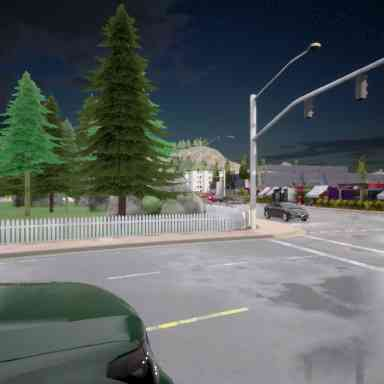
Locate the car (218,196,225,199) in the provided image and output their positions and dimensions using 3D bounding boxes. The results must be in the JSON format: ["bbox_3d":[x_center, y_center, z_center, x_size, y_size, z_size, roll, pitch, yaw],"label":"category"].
[{"bbox_3d":[5.989,1.559,71.147,1.837,1.490,4.892,0,0,-16],"label":"car"}]

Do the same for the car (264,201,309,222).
[{"bbox_3d":[7.671,1.560,27.462,1.837,1.490,4.892,0,0,-16],"label":"car"}]

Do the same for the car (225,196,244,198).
[{"bbox_3d":[8.616,1.547,62.284,2.128,1.511,4.902,0,0,-16],"label":"car"}]

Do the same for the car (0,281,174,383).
[{"bbox_3d":[-2.779,1.221,1.653,5.566,2.045,2.150,0,0,-36],"label":"car"}]

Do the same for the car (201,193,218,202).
[{"bbox_3d":[2.844,1.277,69.594,2.150,2.045,5.566,0,0,-17],"label":"car"}]

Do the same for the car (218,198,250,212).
[{"bbox_3d":[4.893,1.656,36.943,1.895,1.301,4.718,0,0,-16],"label":"car"}]

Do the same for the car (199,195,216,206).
[{"bbox_3d":[1.445,1.561,48.740,1.837,1.490,4.892,0,0,-16],"label":"car"}]
